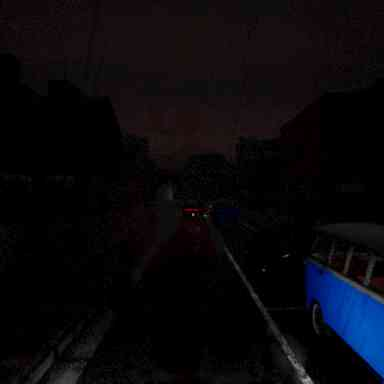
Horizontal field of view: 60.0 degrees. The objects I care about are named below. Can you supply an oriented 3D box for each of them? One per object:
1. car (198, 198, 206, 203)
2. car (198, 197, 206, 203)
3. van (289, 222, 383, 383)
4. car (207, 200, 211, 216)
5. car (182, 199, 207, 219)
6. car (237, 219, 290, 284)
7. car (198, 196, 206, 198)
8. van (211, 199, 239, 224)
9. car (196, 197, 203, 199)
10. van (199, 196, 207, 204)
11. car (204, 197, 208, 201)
[{"bbox_3d":[2.673,2.143,86.122,1.947,1.339,4.313,1,-1,0],"label":"car"},{"bbox_3d":[2.675,2.177,91.625,2.008,1.369,4.403,1,-1,0],"label":"car"},{"bbox_3d":[2.651,1.362,3.984,1.690,1.788,3.998,1,0,0],"label":"van"},{"bbox_3d":[2.657,1.704,31.856,1.752,1.417,4.829,1,0,0],"label":"car"},{"bbox_3d":[0.109,1.677,30.598,1.837,1.490,4.892,0,0,0],"label":"car"},{"bbox_3d":[2.650,1.616,9.524,1.947,1.339,4.313,1,0,0],"label":"car"},{"bbox_3d":[2.669,1.968,69.782,1.752,1.417,4.829,1,0,0],"label":"car"},{"bbox_3d":[2.657,1.484,26.146,1.690,1.788,3.998,1,0,0],"label":"van"},{"bbox_3d":[0.117,1.772,42.390,1.812,1.442,4.674,0,0,0],"label":"car"},{"bbox_3d":[2.674,1.872,80.620,1.690,1.788,3.998,1,0,0],"label":"van"},{"bbox_3d":[2.659,1.652,37.226,1.967,1.590,4.097,1,0,0],"label":"car"}]
